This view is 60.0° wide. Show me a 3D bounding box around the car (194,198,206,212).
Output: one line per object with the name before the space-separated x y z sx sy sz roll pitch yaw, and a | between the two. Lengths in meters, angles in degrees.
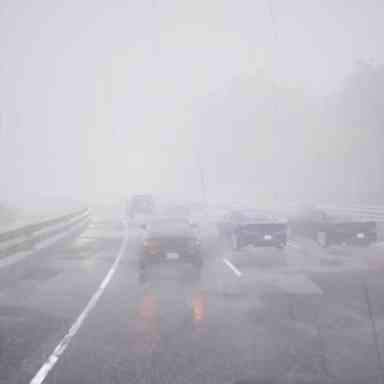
car | -0.065 1.463 37.909 1.882 1.535 5.008 0 0 -20

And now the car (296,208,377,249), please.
car | 5.823 1.448 14.607 1.882 1.535 5.008 0 0 -8

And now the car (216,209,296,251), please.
car | 2.352 1.462 14.257 1.882 1.535 5.008 0 0 -8

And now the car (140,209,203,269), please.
car | -0.740 1.524 11.109 1.812 1.442 4.674 0 0 -6

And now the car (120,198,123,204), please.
car | -12.138 1.588 62.430 1.994 1.385 4.181 0 0 -29

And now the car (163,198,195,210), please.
car | -1.465 1.518 31.409 1.812 1.442 4.674 0 0 -17

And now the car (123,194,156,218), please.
car | -4.749 1.227 30.303 2.150 2.045 5.566 0 0 -17
